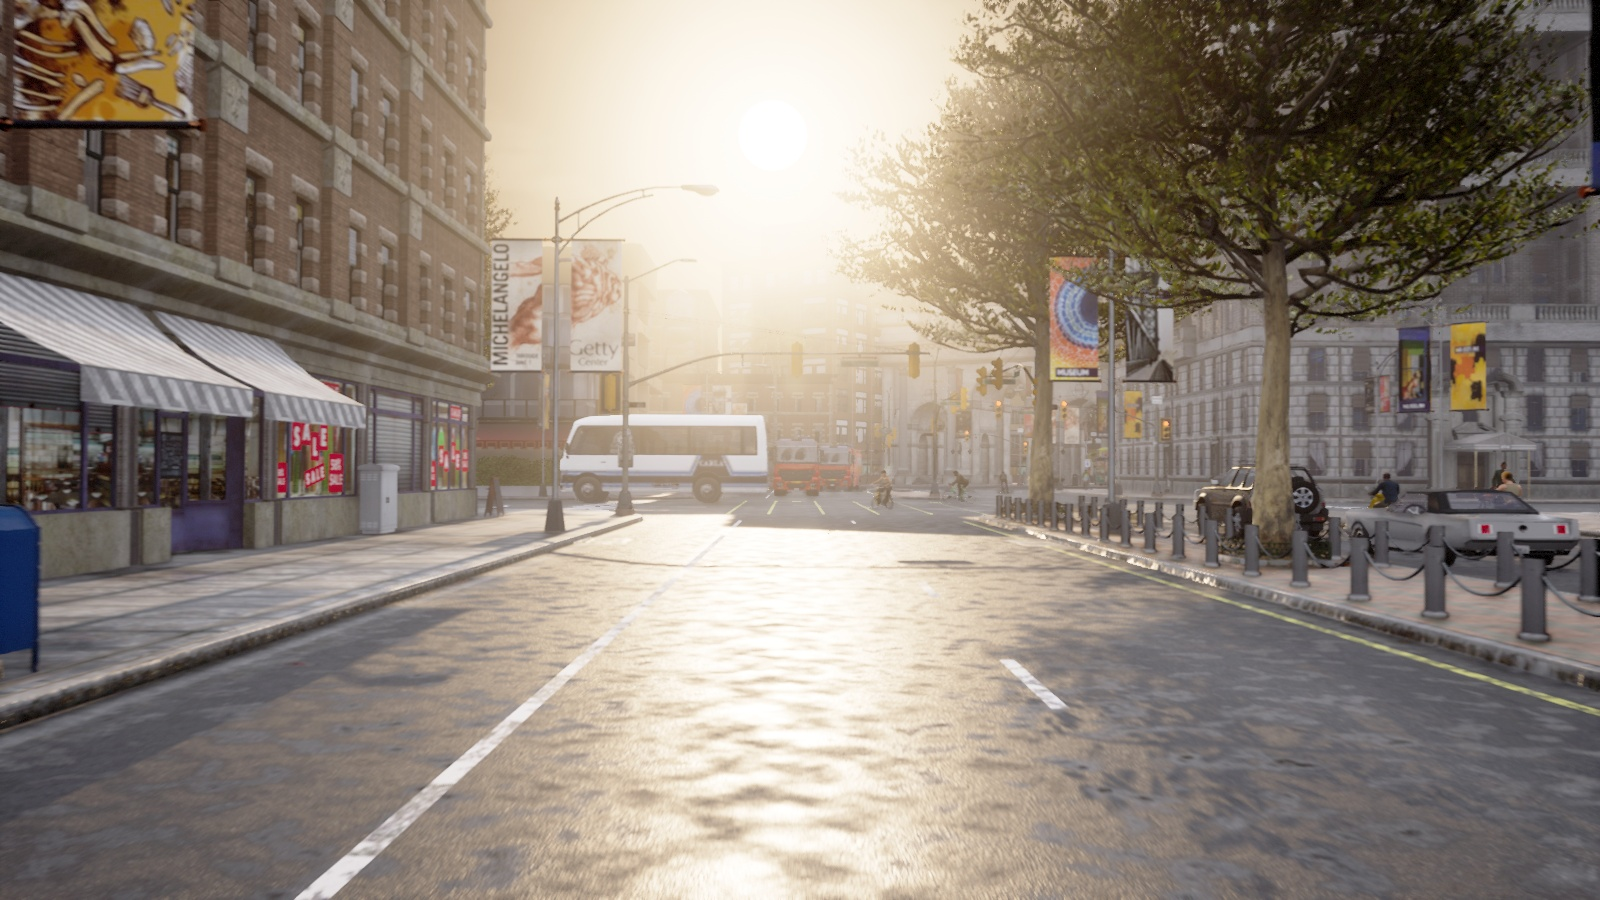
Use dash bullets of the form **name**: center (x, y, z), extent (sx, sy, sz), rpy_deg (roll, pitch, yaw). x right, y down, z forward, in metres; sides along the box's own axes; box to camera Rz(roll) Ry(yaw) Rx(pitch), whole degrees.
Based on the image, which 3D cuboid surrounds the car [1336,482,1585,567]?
- **car**: center (11.446, 1.241, 22.215), extent (1.895, 1.301, 4.718), rpy_deg (0, -1, 0)

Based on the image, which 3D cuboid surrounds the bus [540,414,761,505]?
- **bus**: center (-7.099, 0.487, 60.950), extent (10.273, 4.253, 3.944), rpy_deg (0, -1, 0)

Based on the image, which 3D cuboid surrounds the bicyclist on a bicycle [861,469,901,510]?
- **bicyclist on a bicycle**: center (3.270, 1.585, 50.568), extent (0.866, 1.612, 1.509), rpy_deg (1, 0, 39)

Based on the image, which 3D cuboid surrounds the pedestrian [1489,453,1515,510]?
- **pedestrian**: center (24.239, 1.100, 43.366), extent (0.423, 1.949, 0.788), rpy_deg (0, -1, 1)

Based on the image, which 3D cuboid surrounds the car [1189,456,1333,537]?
- **car**: center (11.362, 1.110, 31.308), extent (1.932, 1.855, 4.605), rpy_deg (0, -1, 1)

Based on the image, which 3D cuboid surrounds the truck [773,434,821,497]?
- **truck**: center (-0.204, 1.011, 81.229), extent (2.891, 3.827, 8.468), rpy_deg (0, -1, 0)
